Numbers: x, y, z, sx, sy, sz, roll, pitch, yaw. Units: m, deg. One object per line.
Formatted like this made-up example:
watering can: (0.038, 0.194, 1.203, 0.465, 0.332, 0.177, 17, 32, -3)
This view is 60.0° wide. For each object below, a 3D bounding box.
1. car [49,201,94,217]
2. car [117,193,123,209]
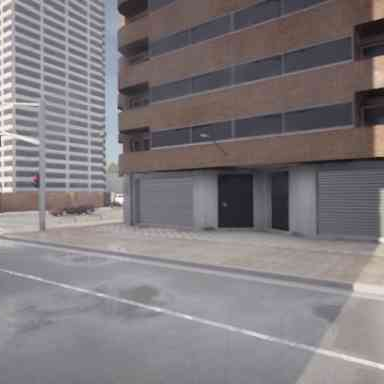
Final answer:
car: (-13.054, 1.802, 36.243, 1.882, 1.535, 5.008, -1, 0, 35)
car: (-6.958, 1.546, 44.943, 2.150, 2.045, 5.566, -1, 0, 35)
